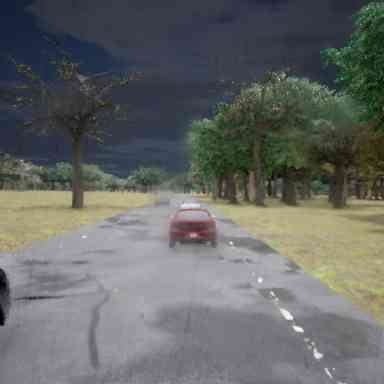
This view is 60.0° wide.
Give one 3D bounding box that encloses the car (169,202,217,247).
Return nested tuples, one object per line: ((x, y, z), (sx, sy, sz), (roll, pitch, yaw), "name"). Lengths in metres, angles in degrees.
((0.034, 1.451, 14.812), (1.882, 1.535, 5.008), (0, 0, 0), "car")

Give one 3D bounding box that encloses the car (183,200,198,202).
((-0.192, 1.451, 33.847), (1.895, 1.301, 4.718), (0, 1, -1), "car")

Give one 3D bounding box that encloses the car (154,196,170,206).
((-4.117, 1.284, 46.525), (1.994, 1.385, 4.181), (0, 1, -1), "car")

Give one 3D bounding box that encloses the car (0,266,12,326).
((-3.609, 1.491, 2.991), (2.128, 1.511, 4.902), (0, 0, 0), "car")
